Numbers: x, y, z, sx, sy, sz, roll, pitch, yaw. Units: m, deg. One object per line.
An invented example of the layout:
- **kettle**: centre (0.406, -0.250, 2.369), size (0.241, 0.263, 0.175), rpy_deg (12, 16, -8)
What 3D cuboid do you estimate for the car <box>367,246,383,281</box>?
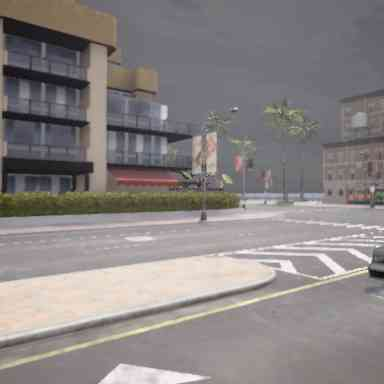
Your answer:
- **car**: centre (6.614, 1.588, 8.496), size (5.357, 1.411, 2.033), rpy_deg (0, 0, -35)
